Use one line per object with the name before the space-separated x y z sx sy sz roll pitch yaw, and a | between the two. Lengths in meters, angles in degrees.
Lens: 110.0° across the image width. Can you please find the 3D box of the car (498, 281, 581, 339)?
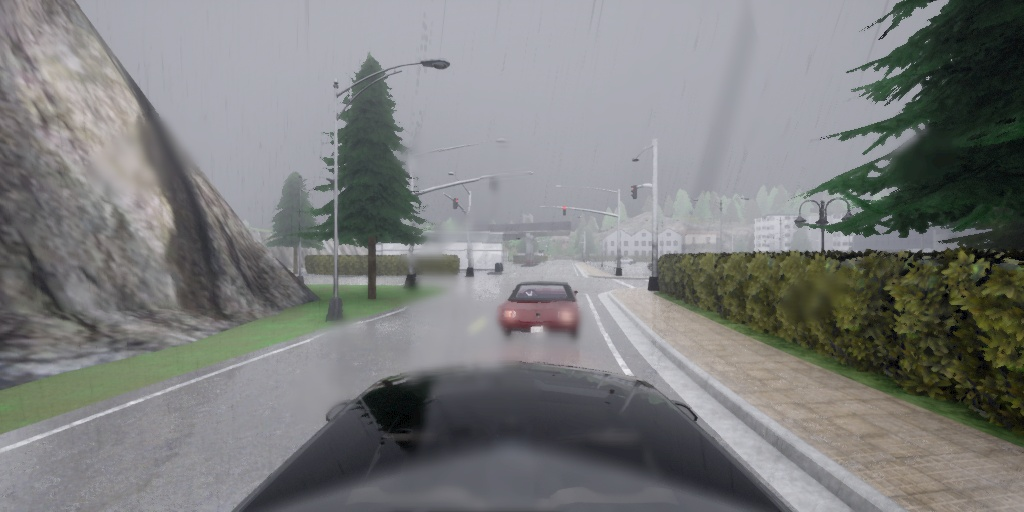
car | 0.918 1.351 10.149 1.895 1.301 4.718 0 0 8
